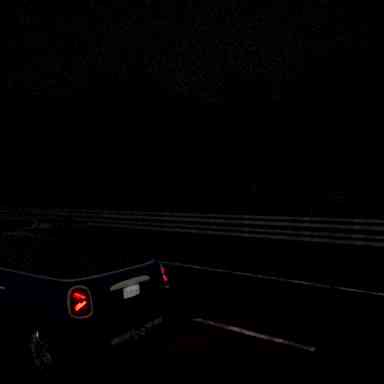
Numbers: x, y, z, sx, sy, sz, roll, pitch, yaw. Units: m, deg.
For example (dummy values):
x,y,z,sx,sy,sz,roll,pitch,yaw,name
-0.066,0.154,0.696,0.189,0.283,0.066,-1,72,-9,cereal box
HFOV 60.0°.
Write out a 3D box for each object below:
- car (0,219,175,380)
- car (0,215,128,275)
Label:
x,y,z,sx,sy,sz,roll,pitch,yaw,name
-2.562,1.408,5.814,4.553,1.767,2.097,-1,0,35,car
-4.910,1.661,11.782,5.357,1.411,2.033,-1,0,35,car
